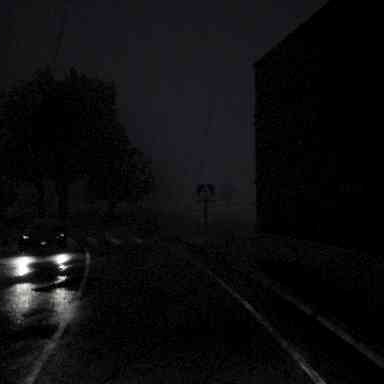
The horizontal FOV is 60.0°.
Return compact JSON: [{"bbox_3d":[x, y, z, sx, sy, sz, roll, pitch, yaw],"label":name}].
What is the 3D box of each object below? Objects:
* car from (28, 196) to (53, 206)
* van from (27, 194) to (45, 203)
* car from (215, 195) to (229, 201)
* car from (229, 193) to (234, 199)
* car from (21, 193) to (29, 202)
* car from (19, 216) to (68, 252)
[{"bbox_3d":[-36.250,2.465,80.628,2.097,1.535,5.008,4,2,34],"label":"car"},{"bbox_3d":[-37.920,2.085,83.153,1.878,1.987,4.442,4,2,34],"label":"van"},{"bbox_3d":[7.032,1.761,92.309,4.792,1.488,2.163,-3,1,15],"label":"car"},{"bbox_3d":[8.728,1.582,94.737,4.892,1.521,2.231,-3,1,15],"label":"car"},{"bbox_3d":[-39.744,1.903,85.458,2.435,2.045,5.566,4,2,34],"label":"car"},{"bbox_3d":[-6.945,1.884,15.761,1.812,1.442,4.674,0,-2,-22],"label":"car"}]
